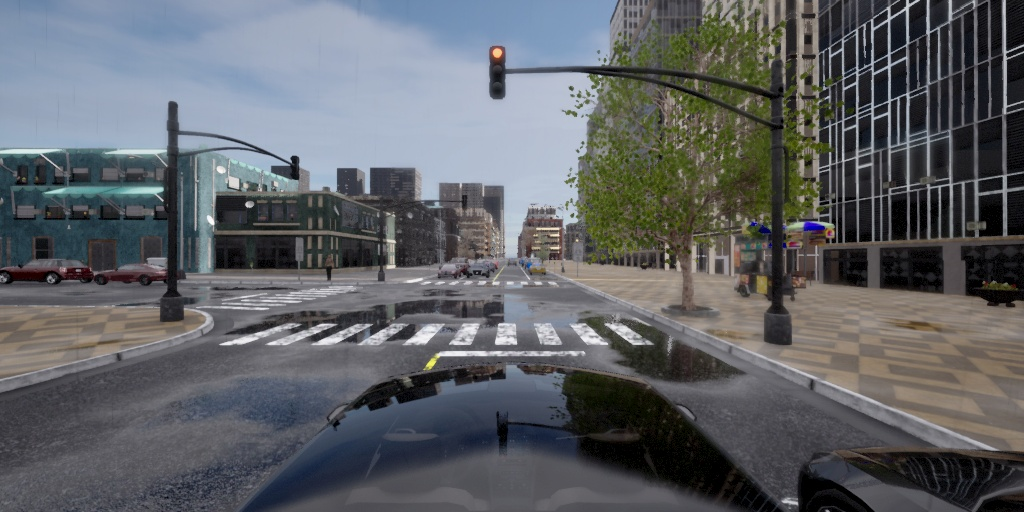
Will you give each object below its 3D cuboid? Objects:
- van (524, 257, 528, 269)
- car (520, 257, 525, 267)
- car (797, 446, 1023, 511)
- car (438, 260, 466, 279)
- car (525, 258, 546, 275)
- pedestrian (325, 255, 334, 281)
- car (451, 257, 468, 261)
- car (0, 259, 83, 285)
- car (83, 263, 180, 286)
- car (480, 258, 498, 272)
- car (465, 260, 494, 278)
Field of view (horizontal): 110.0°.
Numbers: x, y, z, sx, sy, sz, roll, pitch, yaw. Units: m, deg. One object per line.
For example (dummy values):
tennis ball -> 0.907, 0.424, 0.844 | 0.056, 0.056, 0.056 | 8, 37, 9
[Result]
van -> 2.709, 1.094, 44.057 | 1.690, 1.789, 3.998 | 0, 0, 0
car -> 2.713, 1.305, 55.159 | 2.007, 1.370, 4.403 | 0, 0, 0
car -> 2.691, 1.316, 0.476 | 1.948, 1.339, 4.313 | 0, 0, 0
car -> -5.676, 1.334, 32.956 | 1.802, 1.307, 4.207 | 0, 0, 0
car -> 2.706, 1.278, 38.676 | 1.751, 1.417, 4.829 | 0, 0, 0
pedestrian -> -12.739, 0.788, 24.963 | 0.375, 1.860, 0.375 | 0, -1, -1
car -> -5.674, 1.067, 38.507 | 2.192, 1.841, 5.009 | 0, 0, 0
car -> -28.360, 0.879, 21.800 | 4.097, 1.591, 1.967 | 0, 0, -1
car -> -22.812, 1.089, 21.876 | 4.207, 1.307, 1.802 | 0, 0, -1
car -> -3.081, 1.317, 43.828 | 1.994, 1.385, 4.181 | 0, 0, 0
car -> -3.085, 1.316, 33.779 | 1.994, 1.385, 4.181 | 0, 0, 0
